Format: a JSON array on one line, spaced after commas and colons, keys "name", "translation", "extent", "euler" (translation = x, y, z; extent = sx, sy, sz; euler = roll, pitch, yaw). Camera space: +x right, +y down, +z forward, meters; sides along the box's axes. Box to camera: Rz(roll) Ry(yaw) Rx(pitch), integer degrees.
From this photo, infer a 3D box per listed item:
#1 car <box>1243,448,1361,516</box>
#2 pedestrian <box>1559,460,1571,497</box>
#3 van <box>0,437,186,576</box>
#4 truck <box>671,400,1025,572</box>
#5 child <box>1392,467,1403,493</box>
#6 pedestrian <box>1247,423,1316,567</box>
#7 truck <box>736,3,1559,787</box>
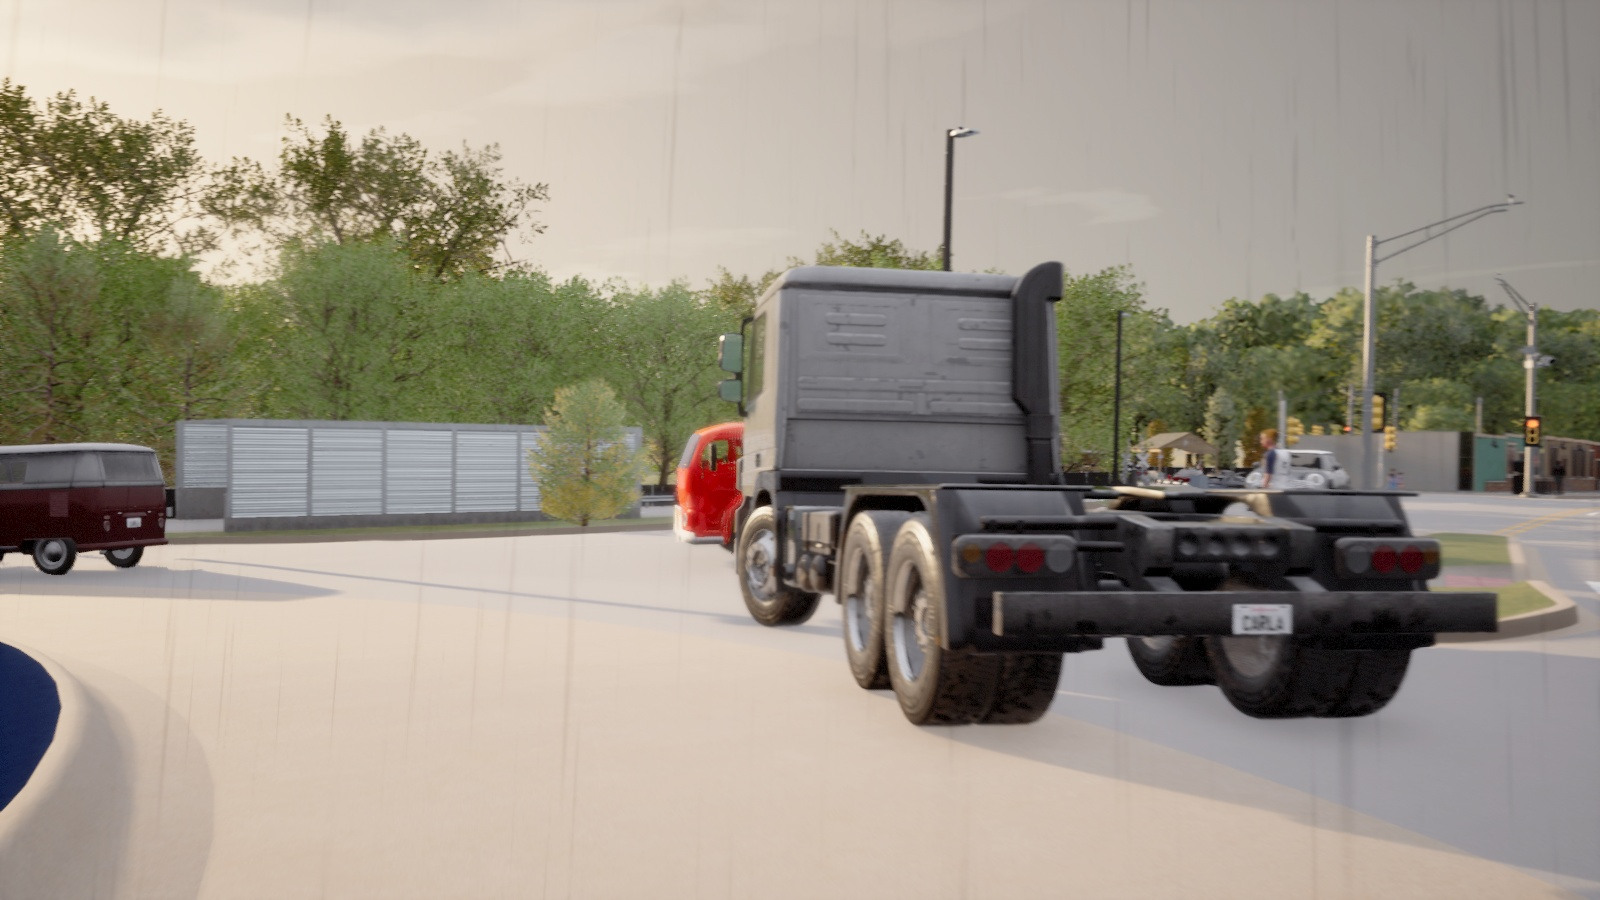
[{"name": "car", "translation": [12.009, 0.713, 29.915], "extent": [1.970, 1.475, 3.806], "euler": [1, 1, 32]}, {"name": "pedestrian", "translation": [40.240, 1.499, 66.064], "extent": [0.402, 1.930, 0.666], "euler": [1, -1, 43]}, {"name": "van", "translation": [-12.125, 0.898, 19.456], "extent": [4.442, 1.987, 1.775], "euler": [-2, -1, 10]}, {"name": "truck", "translation": [0.664, 0.485, 20.234], "extent": [5.204, 2.467, 2.627], "euler": [-1, 1, -11]}, {"name": "child", "translation": [29.197, 1.477, 61.360], "extent": [0.437, 1.263, 0.270], "euler": [1, -1, 40]}, {"name": "pedestrian", "translation": [6.273, 0.576, 16.358], "extent": [0.354, 1.836, 0.706], "euler": [3, -1, -40]}, {"name": "truck", "translation": [1.506, -0.113, 9.701], "extent": [2.891, 3.462, 7.936], "euler": [1, -2, -11]}]
